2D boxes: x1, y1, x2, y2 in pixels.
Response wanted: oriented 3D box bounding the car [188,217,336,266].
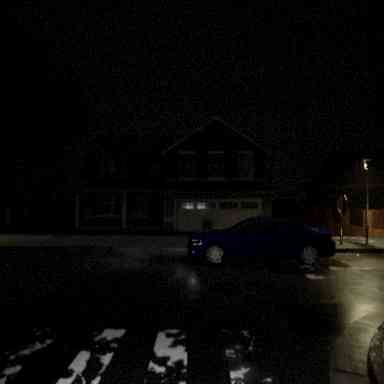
[{"bbox_3d":[2.357,1.625,11.658,5.008,1.535,1.882,0,-1,0],"label":"car"}]
